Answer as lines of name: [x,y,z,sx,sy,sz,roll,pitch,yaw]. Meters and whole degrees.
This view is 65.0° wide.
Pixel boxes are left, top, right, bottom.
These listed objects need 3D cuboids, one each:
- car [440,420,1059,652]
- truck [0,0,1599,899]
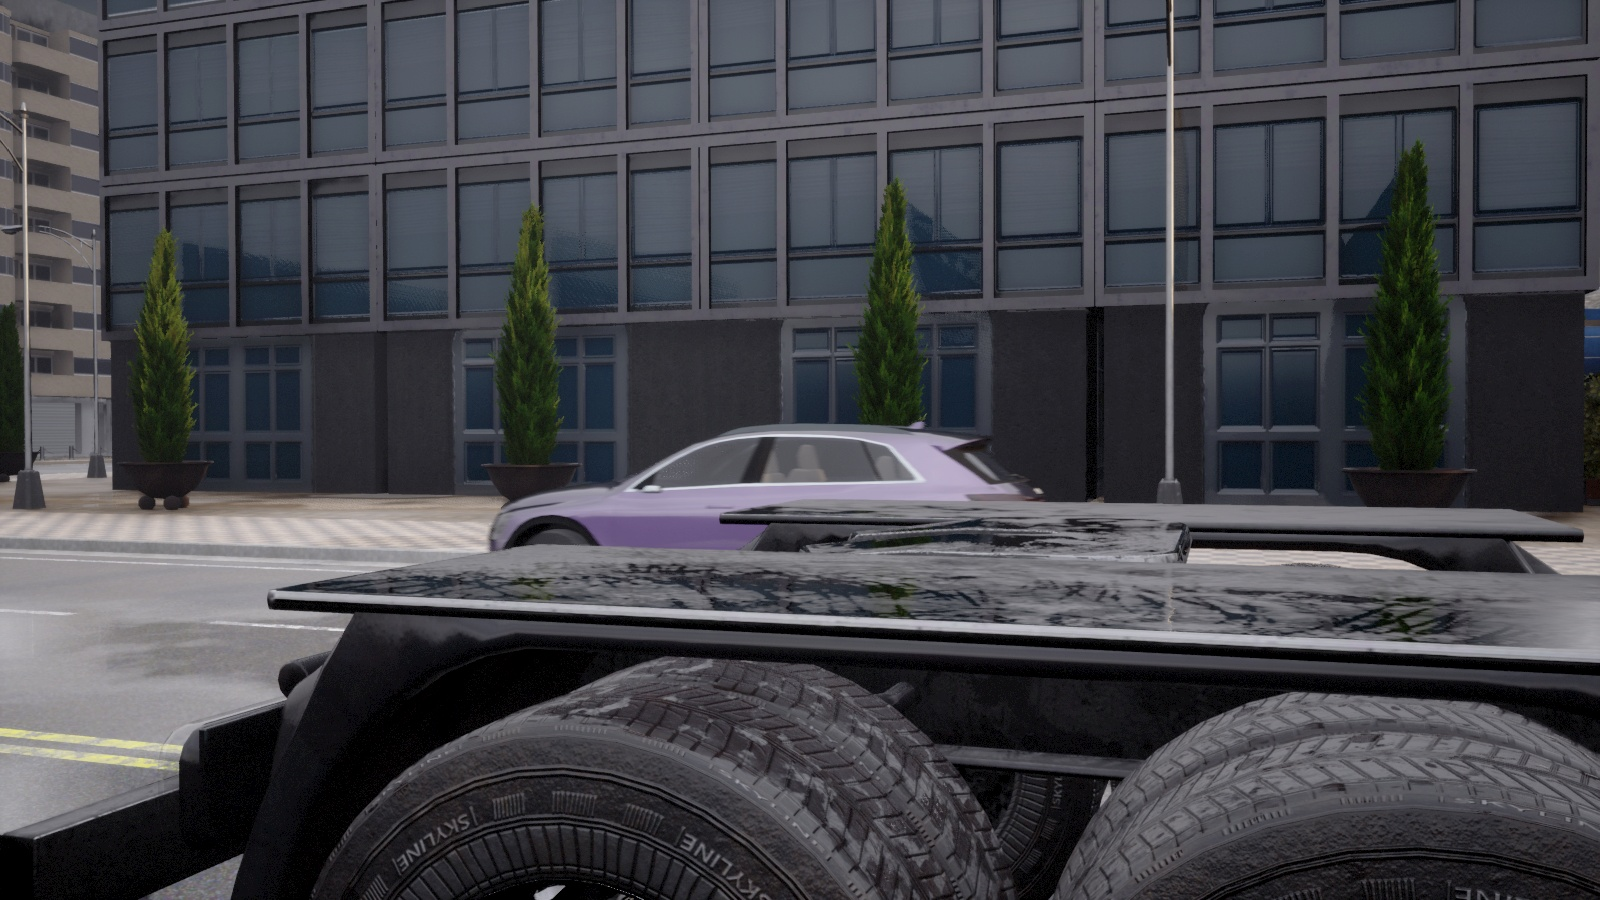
car: [-0.387,0.584,10.708,4.856,1.649,2.033,1,1,19]
truck: [2.642,-0.182,2.289,7.936,3.462,2.891,1,1,19]
